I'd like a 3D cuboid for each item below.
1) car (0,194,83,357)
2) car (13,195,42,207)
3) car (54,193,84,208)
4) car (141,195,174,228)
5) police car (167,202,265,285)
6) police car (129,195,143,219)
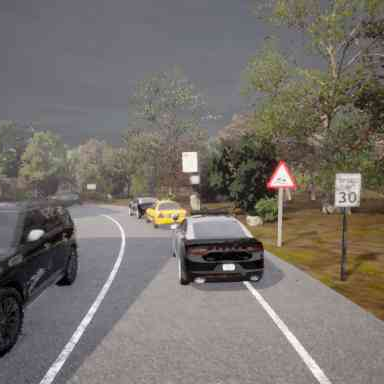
[{"bbox_3d":[-3.730,1.178,6.187,2.150,2.045,5.566,0,1,-5],"label":"car"},{"bbox_3d":[-26.712,1.485,53.802,5.008,1.535,1.882,-2,3,34],"label":"car"},{"bbox_3d":[-16.492,1.052,44.550,2.097,1.767,4.553,-5,3,-42],"label":"car"},{"bbox_3d":[-1.613,1.167,19.726,1.801,1.575,5.366,-2,1,-16],"label":"car"},{"bbox_3d":[0.460,1.301,9.409,1.930,1.638,5.238,-1,1,-7],"label":"police car"},{"bbox_3d":[-3.603,1.060,25.589,1.930,1.638,5.238,-2,1,-21],"label":"police car"}]
